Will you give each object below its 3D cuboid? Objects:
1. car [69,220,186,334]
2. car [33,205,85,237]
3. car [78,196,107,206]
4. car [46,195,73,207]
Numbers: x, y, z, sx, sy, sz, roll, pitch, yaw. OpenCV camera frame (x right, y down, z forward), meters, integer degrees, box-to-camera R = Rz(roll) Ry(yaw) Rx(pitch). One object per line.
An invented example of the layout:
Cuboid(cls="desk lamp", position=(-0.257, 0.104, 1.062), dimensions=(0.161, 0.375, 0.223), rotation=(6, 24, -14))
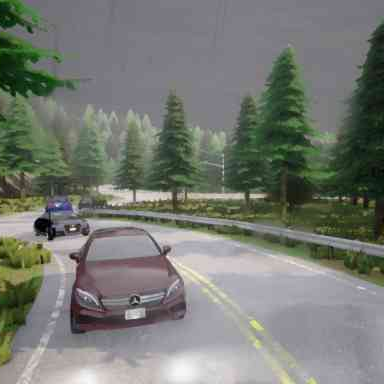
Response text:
Cuboid(cls="car", position=(-1.516, 1.523, 7.069), dimensions=(1.812, 1.442, 4.674), rotation=(-2, 0, -17))
Cuboid(cls="car", position=(-7.041, 1.664, 17.771), dimensions=(1.994, 1.385, 4.181), rotation=(-4, 2, -38))
Cuboid(cls="car", position=(-12.686, 1.289, 42.817), dimensions=(2.097, 1.767, 4.553), rotation=(2, 2, 13))
Cuboid(cls="car", position=(-12.838, 1.326, 32.229), dimensions=(2.150, 2.045, 5.566), rotation=(-1, 0, -18))
